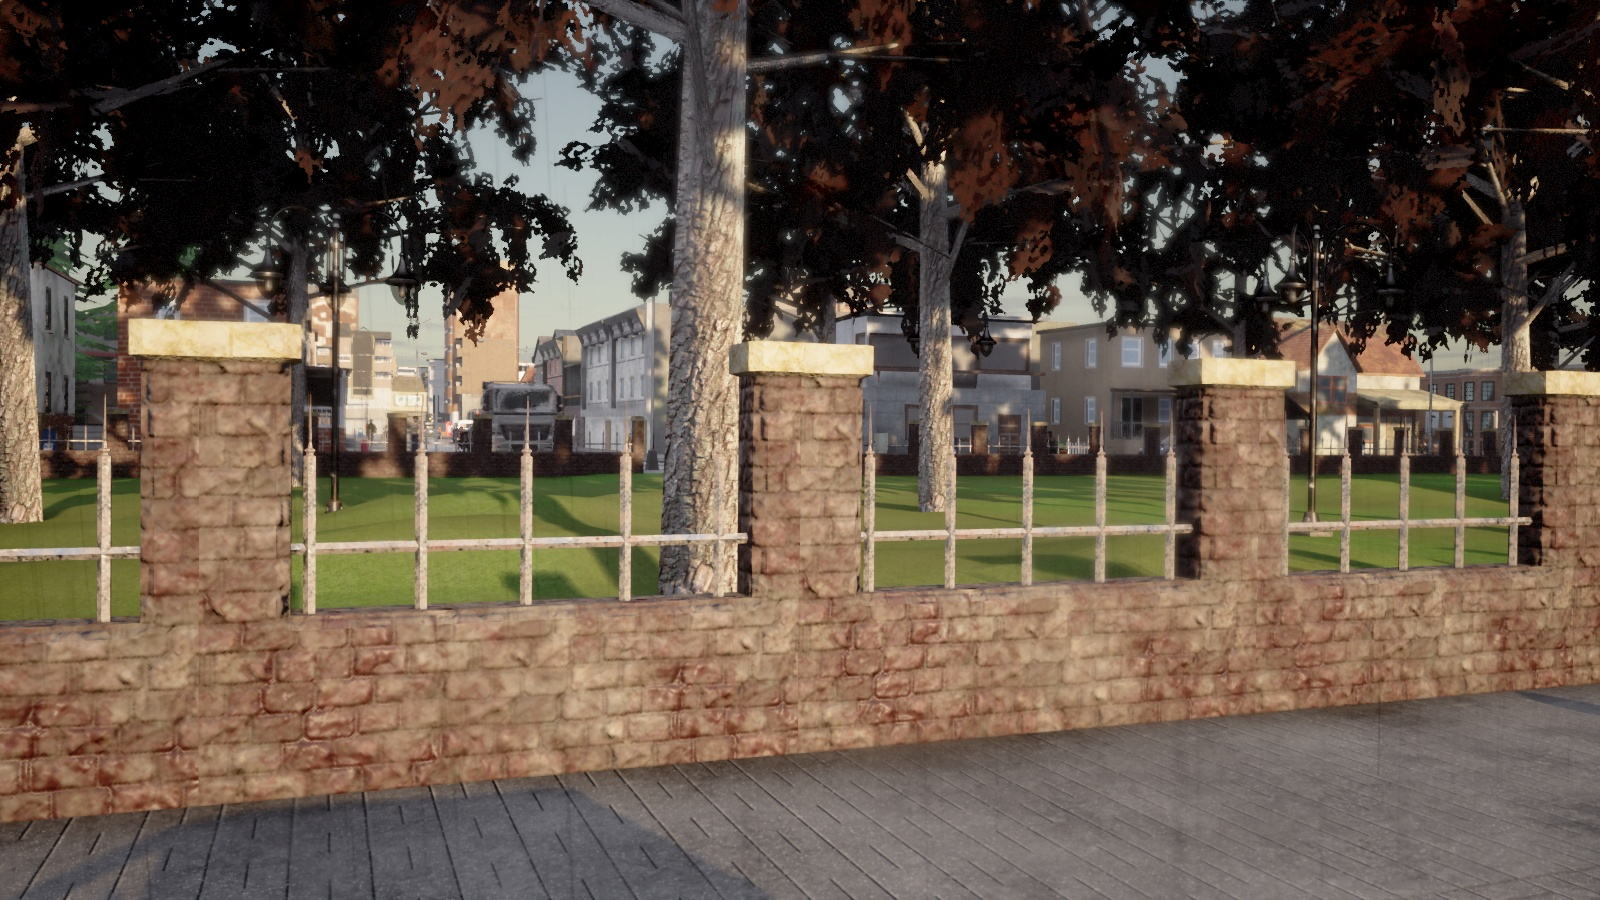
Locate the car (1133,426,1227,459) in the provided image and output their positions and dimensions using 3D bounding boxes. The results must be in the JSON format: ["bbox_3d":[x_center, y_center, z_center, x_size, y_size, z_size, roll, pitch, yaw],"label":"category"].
[{"bbox_3d":[17.850,-0.389,59.012,3.806,1.475,1.970,-1,1,-21],"label":"car"}]

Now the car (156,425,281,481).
[{"bbox_3d":[-20.484,0.093,44.417,3.866,1.878,1.905,-1,1,-21],"label":"car"}]

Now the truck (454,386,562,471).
[{"bbox_3d":[-13.017,-0.943,55.417,2.891,3.462,7.936,-1,1,-26],"label":"truck"}]

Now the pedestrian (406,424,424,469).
[{"bbox_3d":[-15.779,-0.162,51.478,0.345,1.836,0.594,0,1,30],"label":"pedestrian"}]

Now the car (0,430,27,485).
[{"bbox_3d":[-26.395,0.246,37.824,5.027,1.651,2.152,-1,1,-24],"label":"car"}]
